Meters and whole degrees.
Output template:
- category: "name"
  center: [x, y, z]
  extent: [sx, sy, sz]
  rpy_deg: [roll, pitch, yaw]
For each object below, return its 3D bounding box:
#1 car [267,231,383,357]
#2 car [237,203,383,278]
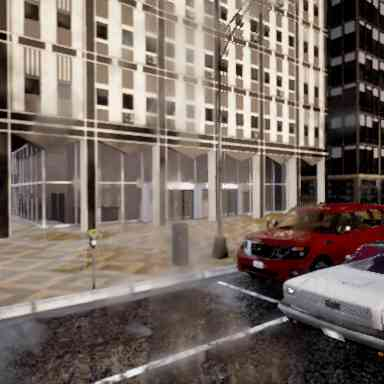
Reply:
- category: "car"
  center: [3.653, 1.558, 5.700]
  extent: [4.718, 1.301, 1.895]
  rpy_deg: [0, 0, -36]
- category: "car"
  center: [3.502, 1.261, 8.801]
  extent: [5.009, 1.841, 2.192]
  rpy_deg: [0, 0, -36]
